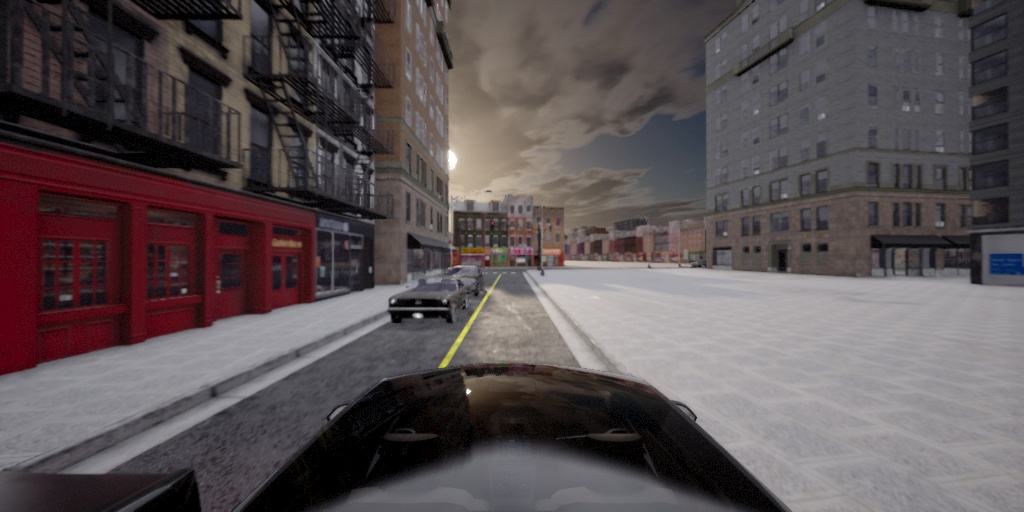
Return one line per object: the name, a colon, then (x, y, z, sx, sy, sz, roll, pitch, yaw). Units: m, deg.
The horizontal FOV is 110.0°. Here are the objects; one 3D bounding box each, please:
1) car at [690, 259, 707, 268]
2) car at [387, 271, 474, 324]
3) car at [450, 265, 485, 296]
car: (29.315, 1.194, 53.785, 4.902, 1.511, 2.128, 0, 0, -9)
car: (-2.589, 1.353, 12.136, 1.895, 1.301, 4.718, 0, 0, 0)
car: (-2.501, 1.271, 19.092, 2.128, 1.511, 4.902, 0, 0, 0)
